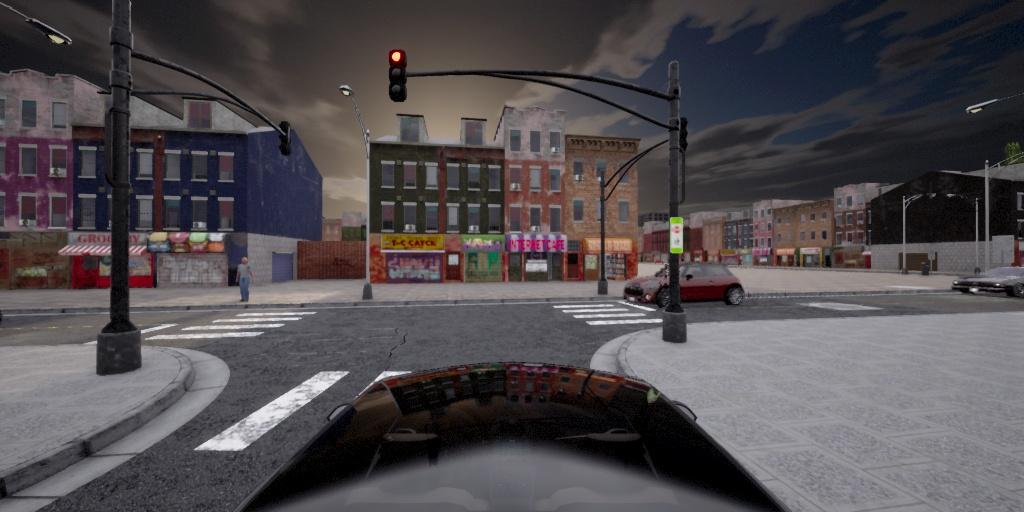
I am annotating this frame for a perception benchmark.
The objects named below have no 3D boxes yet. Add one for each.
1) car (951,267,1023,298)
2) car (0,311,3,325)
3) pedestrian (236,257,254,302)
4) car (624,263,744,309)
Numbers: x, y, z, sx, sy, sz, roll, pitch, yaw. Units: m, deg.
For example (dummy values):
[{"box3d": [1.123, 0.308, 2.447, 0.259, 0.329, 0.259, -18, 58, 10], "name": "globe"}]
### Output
[{"box3d": [24.772, 1.237, 17.587, 5.357, 1.411, 2.033, 0, 0, -9], "name": "car"}, {"box3d": [-15.410, 1.277, 8.332, 4.902, 1.511, 2.128, 0, 0, -8], "name": "car"}, {"box3d": [-11.107, 0.945, 14.926, 0.375, 1.860, 0.375, 0, 0, -9], "name": "pedestrian"}, {"box3d": [6.885, 1.087, 14.569, 4.553, 1.767, 2.097, 0, 0, -13], "name": "car"}]
